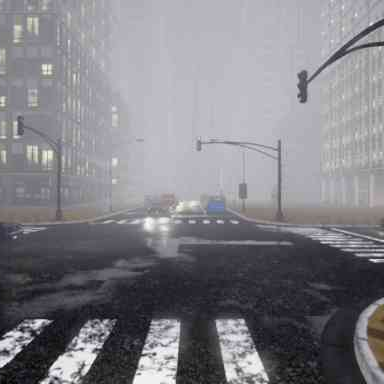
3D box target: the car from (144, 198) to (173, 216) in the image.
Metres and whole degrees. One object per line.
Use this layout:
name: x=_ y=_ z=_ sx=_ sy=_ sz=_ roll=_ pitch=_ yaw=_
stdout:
car: x=-3.223 y=1.599 z=32.908 sx=1.895 sy=1.301 sz=4.718 roll=0 pitch=0 yaw=0

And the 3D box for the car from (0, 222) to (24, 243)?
car: x=-9.514 y=1.539 z=13.456 sx=4.718 sy=1.301 sz=1.895 roll=1 pitch=0 yaw=-10

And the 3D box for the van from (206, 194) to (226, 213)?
van: x=2.696 y=1.339 z=35.940 sx=1.690 sy=1.788 sz=3.998 roll=0 pitch=0 yaw=0

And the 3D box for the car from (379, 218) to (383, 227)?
car: x=14.401 y=1.685 z=20.126 sx=5.357 sy=1.411 sz=2.033 roll=0 pitch=0 yaw=-1

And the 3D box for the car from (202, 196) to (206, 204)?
car: x=2.628 y=1.542 z=41.479 sx=1.887 sy=1.381 sz=4.507 roll=0 pitch=0 yaw=0

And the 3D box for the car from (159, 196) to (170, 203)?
car: x=-5.662 y=1.545 z=69.205 sx=2.008 sy=1.369 sz=4.403 roll=0 pitch=0 yaw=0

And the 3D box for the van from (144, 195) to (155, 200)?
van: x=-5.752 y=1.338 z=47.049 sx=1.690 sy=1.788 sz=3.998 roll=0 pitch=0 yaw=0

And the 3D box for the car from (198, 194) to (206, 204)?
car: x=2.696 y=1.310 z=63.633 sx=2.192 sy=1.841 sz=5.009 roll=0 pitch=0 yaw=0

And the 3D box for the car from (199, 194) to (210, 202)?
car: x=2.742 y=1.308 z=74.712 sx=2.192 sy=1.841 sz=5.009 roll=0 pitch=0 yaw=0

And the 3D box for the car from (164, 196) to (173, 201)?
car: x=-5.616 y=1.574 z=80.285 sx=1.802 sy=1.307 sz=4.206 roll=0 pitch=0 yaw=0

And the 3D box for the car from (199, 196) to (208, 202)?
car: x=2.764 y=1.557 z=80.251 sx=1.947 sy=1.339 sz=4.313 roll=0 pitch=0 yaw=0

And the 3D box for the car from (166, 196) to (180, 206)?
car: x=-3.114 y=1.487 z=55.976 sx=2.128 sy=1.511 sz=4.902 roll=0 pitch=0 yaw=0

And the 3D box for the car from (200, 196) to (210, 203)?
car: x=2.718 y=1.539 z=69.172 sx=1.887 sy=1.381 sz=4.507 roll=0 pitch=0 yaw=0

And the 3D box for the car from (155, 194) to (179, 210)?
car: x=-3.172 y=1.219 z=43.670 sx=2.150 sy=2.045 sz=5.566 roll=0 pitch=0 yaw=0

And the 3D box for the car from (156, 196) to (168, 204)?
car: x=-5.685 y=1.561 z=63.667 sx=1.947 sy=1.339 sz=4.313 roll=0 pitch=0 yaw=0

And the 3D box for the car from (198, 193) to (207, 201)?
car: x=2.788 y=1.305 z=85.790 sx=2.192 sy=1.841 sz=5.009 roll=0 pitch=0 yaw=0
